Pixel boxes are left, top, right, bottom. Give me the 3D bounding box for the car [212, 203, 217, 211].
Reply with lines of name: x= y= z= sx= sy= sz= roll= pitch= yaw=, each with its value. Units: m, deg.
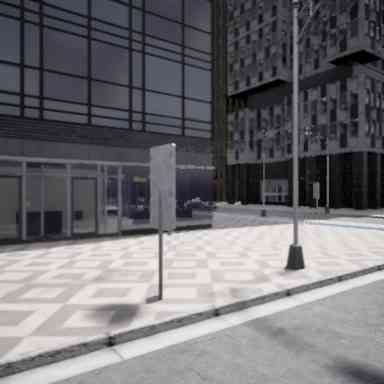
car: x=1.042 y=1.497 z=40.381 sx=1.812 sy=1.442 sz=4.674 roll=0 pitch=0 yaw=-35
